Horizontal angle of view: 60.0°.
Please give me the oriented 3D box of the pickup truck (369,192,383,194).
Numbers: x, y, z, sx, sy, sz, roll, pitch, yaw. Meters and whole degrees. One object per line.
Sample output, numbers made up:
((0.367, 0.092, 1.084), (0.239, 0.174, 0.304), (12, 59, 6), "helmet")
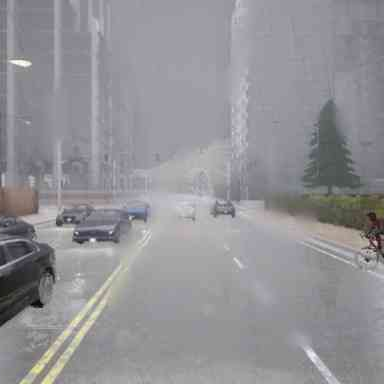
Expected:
((39.556, 1.013, 69.008), (6.274, 2.098, 2.390), (0, 0, 28), "pickup truck")

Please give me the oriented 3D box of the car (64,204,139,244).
((-4.039, 1.538, 15.935), (2.033, 1.411, 5.357), (0, 0, -2), "car")

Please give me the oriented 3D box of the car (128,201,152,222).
((-4.265, 1.462, 26.062), (1.882, 1.535, 5.008), (0, 0, -2), "car")

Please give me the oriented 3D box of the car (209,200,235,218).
((2.717, 1.472, 30.300), (2.128, 1.511, 4.902), (0, 0, -3), "car")

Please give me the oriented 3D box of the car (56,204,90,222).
((-7.716, 1.550, 22.752), (1.994, 1.385, 4.181), (0, 0, -1), "car")

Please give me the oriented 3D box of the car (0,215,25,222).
((-7.433, 1.557, 12.211), (1.994, 1.385, 4.181), (0, 0, -2), "car")

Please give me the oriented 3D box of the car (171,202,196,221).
((-0.699, 1.509, 26.566), (1.812, 1.442, 4.674), (0, 0, -2), "car")

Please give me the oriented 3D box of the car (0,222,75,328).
((-3.715, 1.490, 5.123), (2.128, 1.511, 4.902), (0, 0, -2), "car")

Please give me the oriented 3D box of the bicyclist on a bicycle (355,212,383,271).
((5.370, 1.363, 9.443), (1.656, 1.620, 0.582), (-9, 0, -2), "bicyclist on a bicycle")
